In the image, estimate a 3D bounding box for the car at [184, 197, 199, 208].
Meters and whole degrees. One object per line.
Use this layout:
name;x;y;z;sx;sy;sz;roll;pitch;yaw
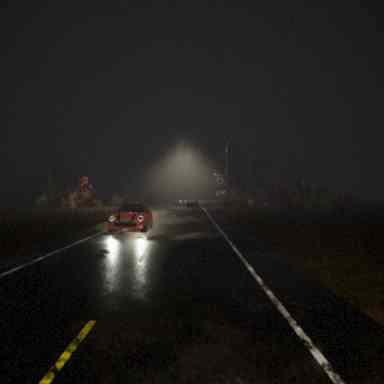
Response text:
car;0.104;1.830;52.762;1.994;1.385;4.181;0;0;0

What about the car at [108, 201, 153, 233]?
car;-3.597;1.453;20.104;2.097;1.767;4.553;0;0;0

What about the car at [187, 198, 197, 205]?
car;0.007;1.867;67.201;1.812;1.442;4.674;0;0;0
